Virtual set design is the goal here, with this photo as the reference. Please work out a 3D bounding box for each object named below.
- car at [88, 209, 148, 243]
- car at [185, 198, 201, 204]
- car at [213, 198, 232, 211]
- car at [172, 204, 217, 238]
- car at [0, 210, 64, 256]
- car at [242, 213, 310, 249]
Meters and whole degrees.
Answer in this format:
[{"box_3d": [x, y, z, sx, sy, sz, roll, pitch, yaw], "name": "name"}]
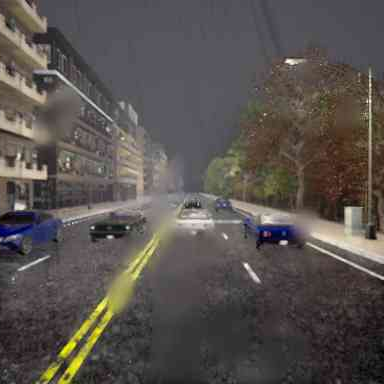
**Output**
[{"box_3d": [-3.325, 1.521, 15.716, 1.895, 1.301, 4.718, 0, 0, 0], "name": "car"}, {"box_3d": [0.102, 1.404, 39.211, 1.895, 1.301, 4.718, 0, 0, 0], "name": "car"}, {"box_3d": [3.352, 1.362, 36.826, 2.033, 1.411, 5.357, 0, 0, 0], "name": "car"}, {"box_3d": [0.074, 1.514, 16.951, 1.895, 1.301, 4.718, 0, 0, 0], "name": "car"}, {"box_3d": [-6.585, 1.459, 13.027, 1.812, 1.442, 4.674, 0, 0, 0], "name": "car"}, {"box_3d": [3.307, 1.528, 14.166, 1.895, 1.301, 4.718, 0, 0, 0], "name": "car"}]
